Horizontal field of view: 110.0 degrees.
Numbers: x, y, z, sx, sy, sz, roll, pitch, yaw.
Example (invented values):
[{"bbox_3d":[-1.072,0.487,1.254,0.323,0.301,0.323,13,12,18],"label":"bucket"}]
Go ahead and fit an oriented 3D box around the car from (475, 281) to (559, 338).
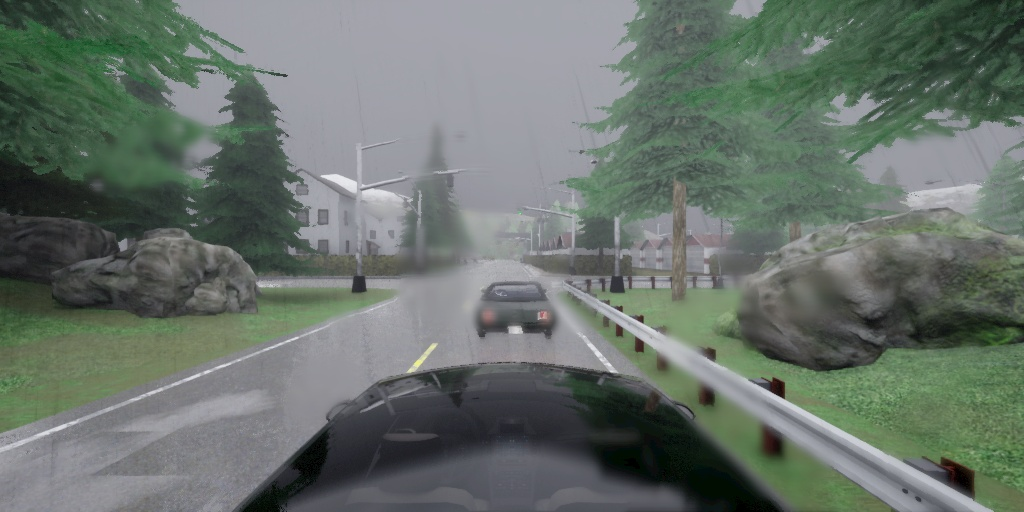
[{"bbox_3d":[0.106,1.351,10.129,1.895,1.301,4.718,0,0,0],"label":"car"}]
